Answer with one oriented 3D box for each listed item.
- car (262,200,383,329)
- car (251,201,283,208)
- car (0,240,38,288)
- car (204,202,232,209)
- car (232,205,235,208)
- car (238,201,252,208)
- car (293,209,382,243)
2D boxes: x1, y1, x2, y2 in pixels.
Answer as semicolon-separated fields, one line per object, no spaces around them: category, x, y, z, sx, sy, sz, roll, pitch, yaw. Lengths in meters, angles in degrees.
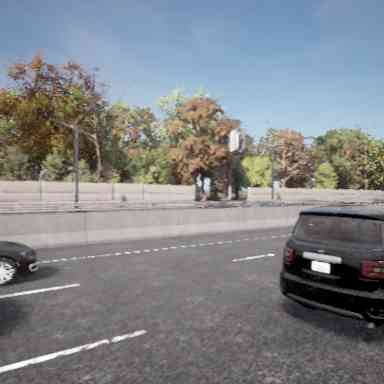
car;4.193;1.282;6.765;5.566;2.045;2.150;0;-1;-36
car;8.256;1.775;31.461;4.892;1.490;1.837;0;-1;-36
car;-6.303;1.565;7.846;4.892;1.490;1.837;1;-1;-36
car;3.421;1.908;40.909;4.181;1.385;1.994;0;-1;-36
car;7.554;1.829;39.567;4.902;1.511;2.128;0;-1;-36
car;7.066;1.823;34.904;4.674;1.442;1.812;0;-1;-36
car;8.034;1.706;18.137;5.357;1.411;2.033;0;-1;-36
